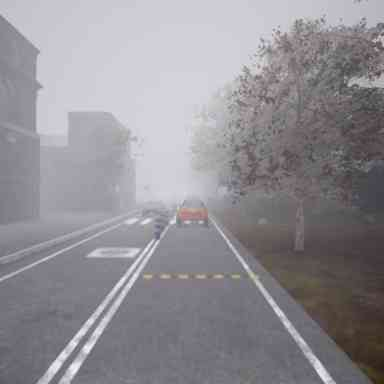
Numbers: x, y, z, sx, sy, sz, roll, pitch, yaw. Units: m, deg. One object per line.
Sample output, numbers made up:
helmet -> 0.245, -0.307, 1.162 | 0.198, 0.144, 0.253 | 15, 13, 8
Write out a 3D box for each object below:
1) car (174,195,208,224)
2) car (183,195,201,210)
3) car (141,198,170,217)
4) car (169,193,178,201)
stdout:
car -> 0.054, 1.288, 24.250 | 2.097, 1.767, 4.553 | 0, 0, 0
car -> -0.029, 1.223, 41.879 | 2.097, 1.767, 4.553 | 0, 0, 0
car -> -3.415, 1.457, 30.426 | 2.033, 1.411, 5.357 | 0, -1, -1
car -> -3.667, 1.050, 70.494 | 2.097, 1.767, 4.553 | 0, 0, -1
